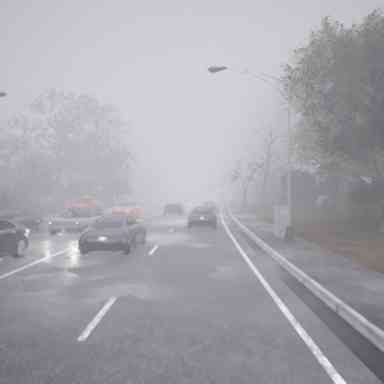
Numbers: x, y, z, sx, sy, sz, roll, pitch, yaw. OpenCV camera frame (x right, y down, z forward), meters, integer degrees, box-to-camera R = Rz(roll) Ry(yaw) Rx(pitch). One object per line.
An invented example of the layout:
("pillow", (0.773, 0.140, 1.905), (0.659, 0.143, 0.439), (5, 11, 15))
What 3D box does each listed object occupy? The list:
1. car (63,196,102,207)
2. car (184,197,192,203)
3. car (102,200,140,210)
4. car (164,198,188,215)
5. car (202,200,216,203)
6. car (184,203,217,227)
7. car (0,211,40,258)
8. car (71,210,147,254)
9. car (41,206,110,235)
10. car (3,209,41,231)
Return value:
("car", (-9.572, 1.403, 29.573), (2.150, 2.045, 5.566), (0, 0, 3))
("car", (-1.232, 1.889, 76.713), (1.837, 1.490, 4.892), (0, 0, 7))
("car", (-6.054, 1.538, 29.792), (2.097, 1.767, 4.553), (0, 0, 3))
("car", (-1.916, 1.712, 36.997), (1.882, 1.535, 5.008), (0, 0, 4))
("car", (2.390, 1.859, 46.188), (1.994, 1.385, 4.181), (0, 0, 5))
("car", (0.764, 1.717, 23.908), (1.994, 1.385, 4.181), (0, 0, 3))
("car", (-6.934, 1.566, 10.354), (1.837, 1.490, 4.892), (0, 0, 2))
("car", (-3.143, 1.651, 13.889), (1.994, 1.385, 4.181), (0, 0, 2))
("car", (-6.613, 1.721, 19.541), (1.895, 1.301, 4.718), (0, 0, 3))
("car", (-10.142, 1.677, 18.895), (1.994, 1.385, 4.181), (0, 0, 2))
